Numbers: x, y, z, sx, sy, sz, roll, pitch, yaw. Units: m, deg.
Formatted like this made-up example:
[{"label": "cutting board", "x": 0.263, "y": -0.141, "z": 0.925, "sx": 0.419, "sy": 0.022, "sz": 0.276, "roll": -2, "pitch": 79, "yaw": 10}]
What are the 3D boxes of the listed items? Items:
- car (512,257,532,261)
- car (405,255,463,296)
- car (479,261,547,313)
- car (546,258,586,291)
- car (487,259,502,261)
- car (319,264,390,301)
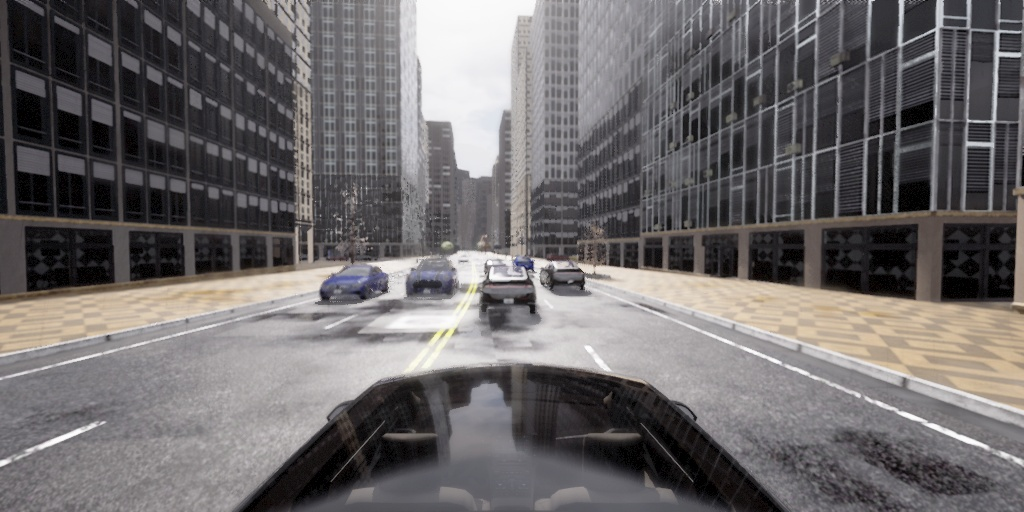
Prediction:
[{"label": "car", "x": 1.077, "y": 0.829, "z": 37.185, "sx": 1.882, "sy": 1.535, "sz": 5.008, "roll": 0, "pitch": 1, "yaw": -6}, {"label": "car", "x": -3.813, "y": 0.929, "z": 17.756, "sx": 2.097, "sy": 1.767, "sz": 4.553, "roll": 0, "pitch": 1, "yaw": -4}, {"label": "car", "x": -0.174, "y": 1.117, "z": 13.222, "sx": 2.128, "sy": 1.511, "sz": 4.902, "roll": 0, "pitch": 1, "yaw": -2}, {"label": "car", "x": 2.717, "y": 1.035, "z": 20.093, "sx": 2.128, "sy": 1.511, "sz": 4.902, "roll": 0, "pitch": 1, "yaw": -4}, {"label": "car", "x": -1.500, "y": 0.977, "z": 30.795, "sx": 2.033, "sy": 1.411, "sz": 5.357, "roll": 0, "pitch": 1, "yaw": -6}, {"label": "car", "x": -6.969, "y": 1.120, "z": 16.385, "sx": 1.812, "sy": 1.442, "sz": 4.674, "roll": 0, "pitch": 1, "yaw": -3}]
